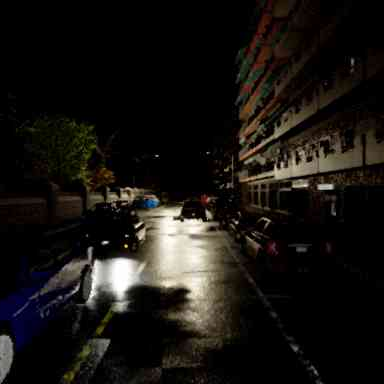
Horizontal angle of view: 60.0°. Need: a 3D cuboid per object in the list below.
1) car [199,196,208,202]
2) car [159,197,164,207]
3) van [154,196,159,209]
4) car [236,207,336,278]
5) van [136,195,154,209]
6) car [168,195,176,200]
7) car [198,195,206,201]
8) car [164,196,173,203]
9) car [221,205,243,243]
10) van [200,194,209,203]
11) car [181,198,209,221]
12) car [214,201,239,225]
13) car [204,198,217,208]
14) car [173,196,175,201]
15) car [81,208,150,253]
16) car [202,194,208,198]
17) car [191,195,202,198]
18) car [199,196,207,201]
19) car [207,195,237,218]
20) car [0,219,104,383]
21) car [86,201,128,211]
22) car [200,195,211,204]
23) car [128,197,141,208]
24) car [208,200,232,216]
[{"bbox_3d":[2.688,1.613,77.673,1.947,1.339,4.313,0,0,0],"label":"car"},{"bbox_3d":[-5.691,1.559,49.520,2.008,1.369,4.403,0,0,0],"label":"car"},{"bbox_3d":[-5.690,1.344,43.890,1.690,1.788,3.998,0,0,0],"label":"van"},{"bbox_3d":[2.692,1.437,10.111,1.967,1.590,4.097,0,0,0],"label":"car"},{"bbox_3d":[-5.690,1.341,38.261,1.690,1.788,3.998,0,0,0],"label":"van"},{"bbox_3d":[-5.693,1.652,94.565,1.802,1.307,4.206,0,0,0],"label":"car"},{"bbox_3d":[2.688,1.608,88.934,1.887,1.381,4.507,0,0,0],"label":"car"},{"bbox_3d":[-5.691,1.563,71.872,1.752,1.417,4.829,0,0,0],"label":"car"},{"bbox_3d":[2.691,1.547,15.741,2.008,1.369,4.403,0,0,0],"label":"car"},{"bbox_3d":[2.689,1.380,72.043,1.690,1.788,3.998,0,0,0],"label":"van"},{"bbox_3d":[0.099,1.473,26.860,1.882,1.535,5.008,0,0,0],"label":"car"},{"bbox_3d":[2.691,1.540,21.371,1.887,1.381,4.507,0,0,0],"label":"car"},{"bbox_3d":[2.690,1.591,49.522,1.802,1.307,4.206,0,0,0],"label":"car"},{"bbox_3d":[-5.692,1.628,88.934,1.947,1.339,4.313,0,0,0],"label":"car"},{"bbox_3d":[-3.001,1.560,13.520,1.994,1.385,4.181,0,0,0],"label":"car"},{"bbox_3d":[2.690,1.444,43.891,1.967,1.590,4.097,0,0,0],"label":"car"},{"bbox_3d":[0.097,1.483,45.834,1.882,1.535,5.008,0,0,0],"label":"car"},{"bbox_3d":[2.688,1.606,83.303,2.008,1.369,4.403,0,0,0],"label":"car"},{"bbox_3d":[2.692,1.311,27.001,2.192,1.841,5.009,0,0,0],"label":"car"},{"bbox_3d":[-3.081,1.475,5.359,1.882,1.535,5.008,0,0,0],"label":"car"},{"bbox_3d":[-5.689,1.435,21.371,1.967,1.590,4.097,0,0,0],"label":"car"},{"bbox_3d":[2.689,1.471,66.411,1.967,1.590,4.097,0,0,0],"label":"car"},{"bbox_3d":[-5.689,1.436,27.000,1.967,1.590,4.097,0,0,0],"label":"car"},{"bbox_3d":[2.690,1.548,32.631,2.008,1.369,4.403,0,0,0],"label":"car"}]
